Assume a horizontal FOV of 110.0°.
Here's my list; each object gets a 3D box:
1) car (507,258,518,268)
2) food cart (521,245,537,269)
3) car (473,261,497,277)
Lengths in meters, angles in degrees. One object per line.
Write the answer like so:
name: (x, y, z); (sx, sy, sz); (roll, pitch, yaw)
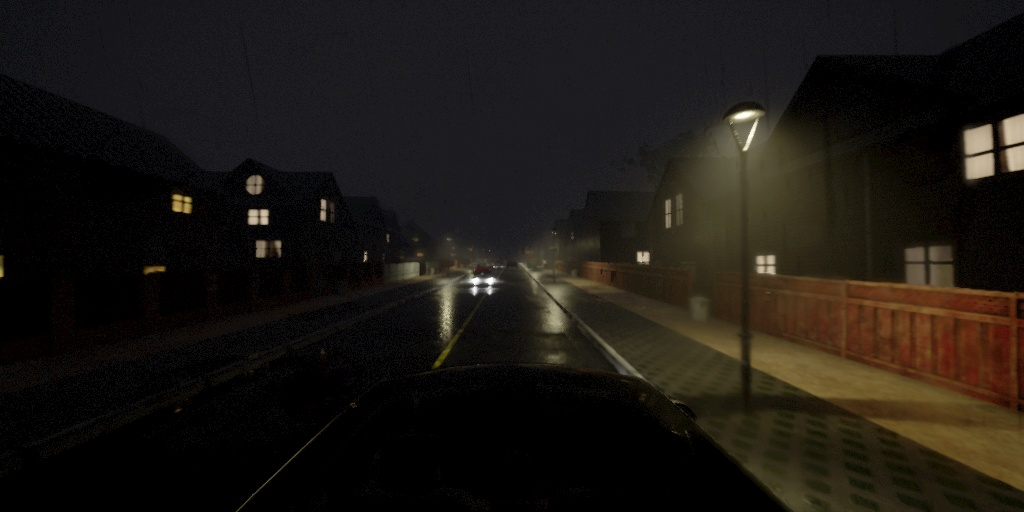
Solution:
car: (0.011, 1.362, 62.513); (1.882, 1.535, 5.008); (0, 0, 0)
food cart: (3.020, 0.321, 54.180); (2.280, 3.560, 4.660); (0, 0, 0)
car: (-2.837, 1.405, 36.462); (1.895, 1.301, 4.718); (0, 0, 0)
